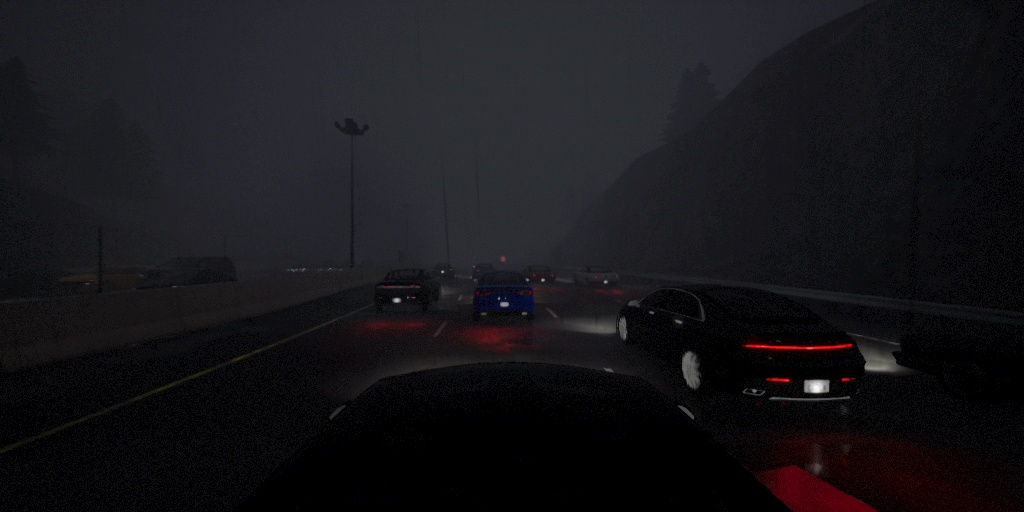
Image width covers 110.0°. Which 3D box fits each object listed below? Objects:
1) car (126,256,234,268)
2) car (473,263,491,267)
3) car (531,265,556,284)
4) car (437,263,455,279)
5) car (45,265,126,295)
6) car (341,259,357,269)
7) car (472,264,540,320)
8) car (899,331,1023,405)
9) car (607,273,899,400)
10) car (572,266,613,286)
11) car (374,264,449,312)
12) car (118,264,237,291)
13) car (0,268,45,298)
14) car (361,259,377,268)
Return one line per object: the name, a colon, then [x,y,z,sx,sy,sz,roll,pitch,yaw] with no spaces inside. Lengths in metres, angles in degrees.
car: [-18.883,1.008,21.242,2.150,2.045,5.566,0,0,-7]
car: [-2.323,1.308,30.332,1.994,1.385,4.181,0,0,-9]
car: [1.807,1.337,26.439,1.895,1.301,4.718,0,0,-8]
car: [-6.194,1.316,32.271,1.994,1.385,4.181,0,0,-10]
car: [-22.305,1.271,20.296,1.882,1.535,5.008,0,0,-7]
car: [-26.989,1.290,59.521,1.837,1.490,4.892,0,0,-14]
car: [-0.359,1.224,12.690,1.882,1.535,5.008,0,0,-3]
car: [7.034,1.281,3.217,2.033,1.411,5.357,0,0,-1]
car: [3.423,1.245,6.531,1.837,1.490,4.892,0,0,-2]
car: [5.581,1.329,24.530,1.895,1.301,4.718,0,0,-7]
car: [-3.972,1.245,14.256,2.128,1.511,4.902,0,0,-4]
car: [-14.897,1.303,16.659,1.812,1.442,4.674,0,0,-6]
car: [-25.649,1.348,19.017,2.033,1.411,5.357,0,0,-6]
car: [-22.818,1.272,57.221,2.128,1.511,4.902,0,0,-14]
